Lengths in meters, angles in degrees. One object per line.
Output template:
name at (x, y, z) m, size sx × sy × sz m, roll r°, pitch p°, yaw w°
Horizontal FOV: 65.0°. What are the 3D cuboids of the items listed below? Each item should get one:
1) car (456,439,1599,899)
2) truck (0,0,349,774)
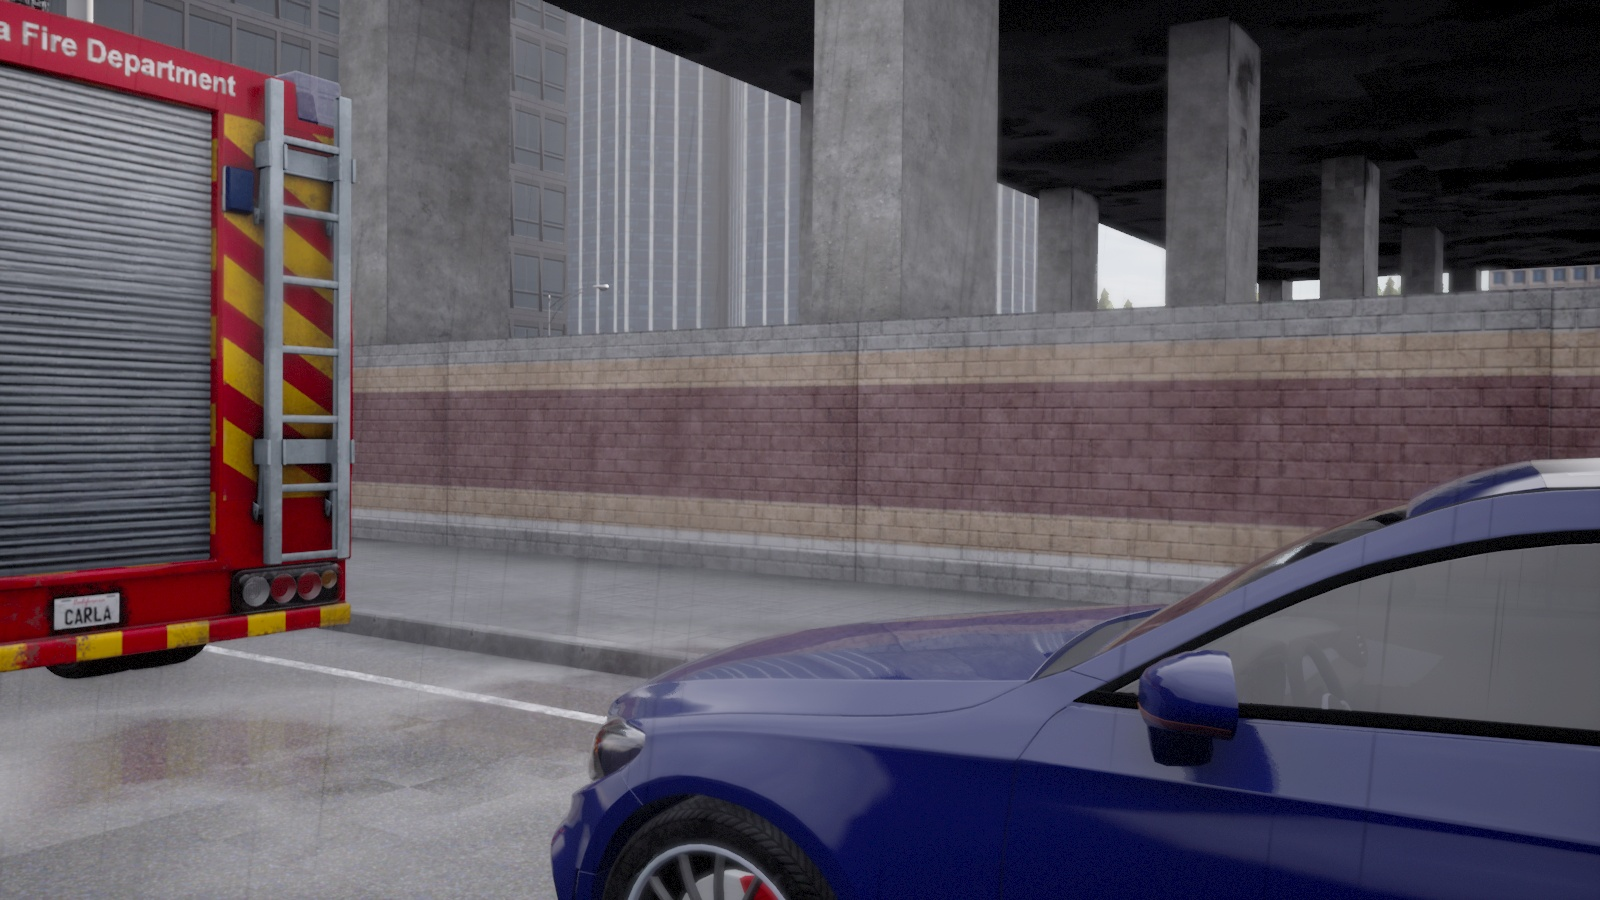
car at (1.619, 0.708, 2.546) m, size 4.674 × 1.442 × 1.812 m, roll 0°, pitch 1°, yaw 33°
truck at (-6.878, -0.494, 8.171) m, size 8.468 × 3.827 × 2.891 m, roll 0°, pitch 1°, yaw 34°
